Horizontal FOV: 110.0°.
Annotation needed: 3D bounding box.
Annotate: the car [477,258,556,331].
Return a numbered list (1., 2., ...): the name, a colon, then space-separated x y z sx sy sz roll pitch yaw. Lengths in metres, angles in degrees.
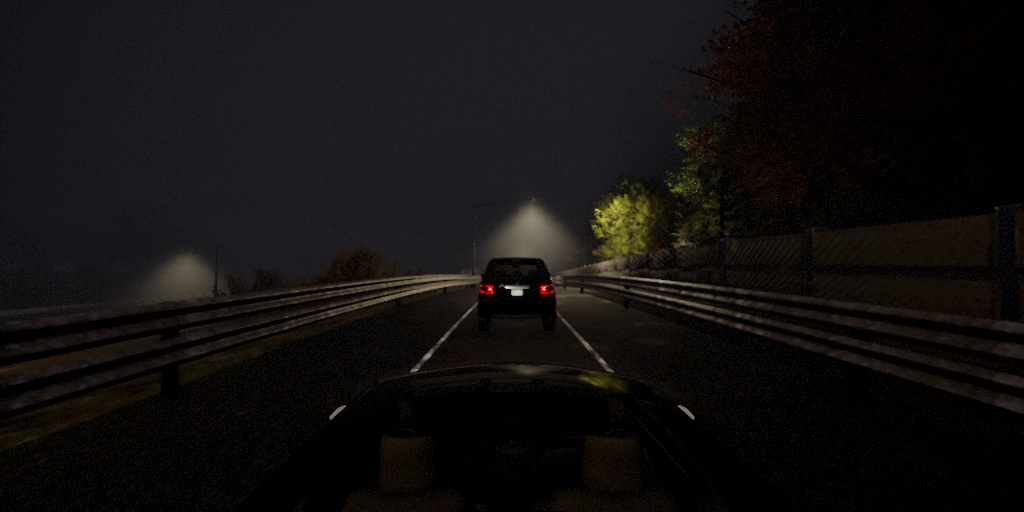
1. car: 0.122 1.142 11.759 2.150 2.045 5.566 0 -3 0
